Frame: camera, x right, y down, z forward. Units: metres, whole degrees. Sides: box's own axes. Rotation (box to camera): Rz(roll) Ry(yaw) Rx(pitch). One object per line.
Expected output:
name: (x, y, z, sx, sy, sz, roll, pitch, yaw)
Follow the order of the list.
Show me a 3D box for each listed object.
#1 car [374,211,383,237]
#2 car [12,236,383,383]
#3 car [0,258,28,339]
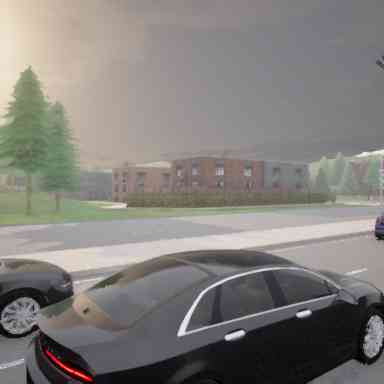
car: (10.556, 1.317, 15.573, 4.553, 1.767, 2.097, 0, 0, -35)
car: (0.643, 1.499, 4.202, 4.892, 1.490, 1.837, 0, 0, -36)
car: (-4.326, 1.505, 4.955, 4.892, 1.490, 1.837, 0, 0, -36)
